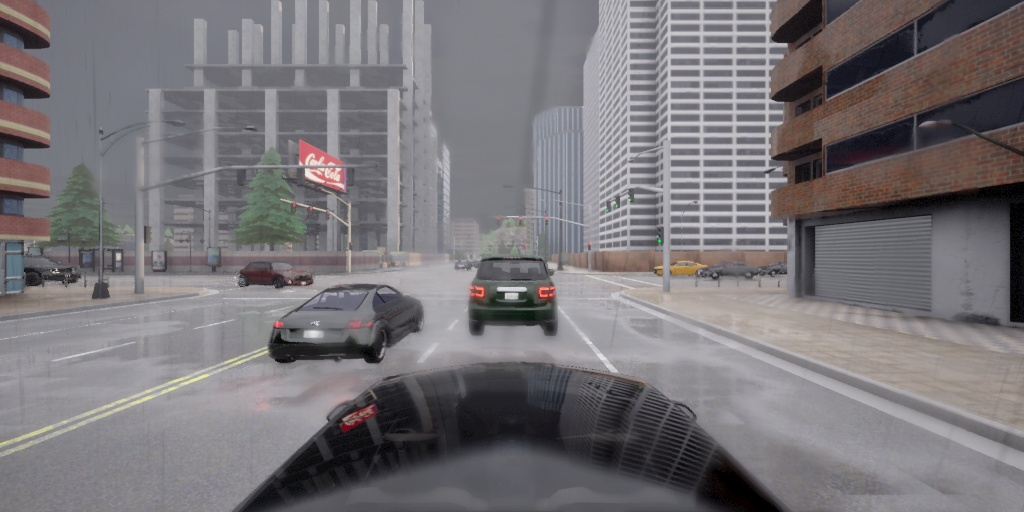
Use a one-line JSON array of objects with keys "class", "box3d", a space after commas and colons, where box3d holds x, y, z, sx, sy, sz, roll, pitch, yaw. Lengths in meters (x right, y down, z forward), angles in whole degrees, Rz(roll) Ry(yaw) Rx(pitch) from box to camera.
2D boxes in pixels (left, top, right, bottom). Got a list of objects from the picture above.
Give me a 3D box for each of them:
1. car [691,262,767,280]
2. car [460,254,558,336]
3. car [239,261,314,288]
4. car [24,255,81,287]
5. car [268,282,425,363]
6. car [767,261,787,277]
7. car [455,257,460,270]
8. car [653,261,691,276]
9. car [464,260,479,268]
[{"class": "car", "box3d": [18.772, 1.241, 31.245, 4.902, 1.511, 2.128, 0, 0, 0]}, {"class": "car", "box3d": [0.099, 0.971, 10.537, 2.150, 2.045, 5.566, 0, 0, 2]}, {"class": "car", "box3d": [-14.905, 1.101, 22.763, 4.553, 1.767, 2.097, 0, 0, 19]}, {"class": "car", "box3d": [-32.566, 0.973, 24.046, 5.566, 2.045, 2.150, 0, 0, 0]}, {"class": "car", "box3d": [-3.377, 1.314, 8.149, 1.994, 1.385, 4.181, 0, 0, 0]}, {"class": "car", "box3d": [26.230, 1.241, 34.736, 4.902, 1.511, 2.128, 0, 0, 0]}, {"class": "car", "box3d": [-6.838, 1.241, 50.685, 2.128, 1.511, 4.902, 0, 0, 0]}, {"class": "car", "box3d": [16.294, 1.228, 34.746, 5.008, 1.535, 1.882, 0, 0, 0]}, {"class": "car", "box3d": [-6.771, 1.314, 59.795, 1.994, 1.385, 4.181, 0, 0, 1]}]
